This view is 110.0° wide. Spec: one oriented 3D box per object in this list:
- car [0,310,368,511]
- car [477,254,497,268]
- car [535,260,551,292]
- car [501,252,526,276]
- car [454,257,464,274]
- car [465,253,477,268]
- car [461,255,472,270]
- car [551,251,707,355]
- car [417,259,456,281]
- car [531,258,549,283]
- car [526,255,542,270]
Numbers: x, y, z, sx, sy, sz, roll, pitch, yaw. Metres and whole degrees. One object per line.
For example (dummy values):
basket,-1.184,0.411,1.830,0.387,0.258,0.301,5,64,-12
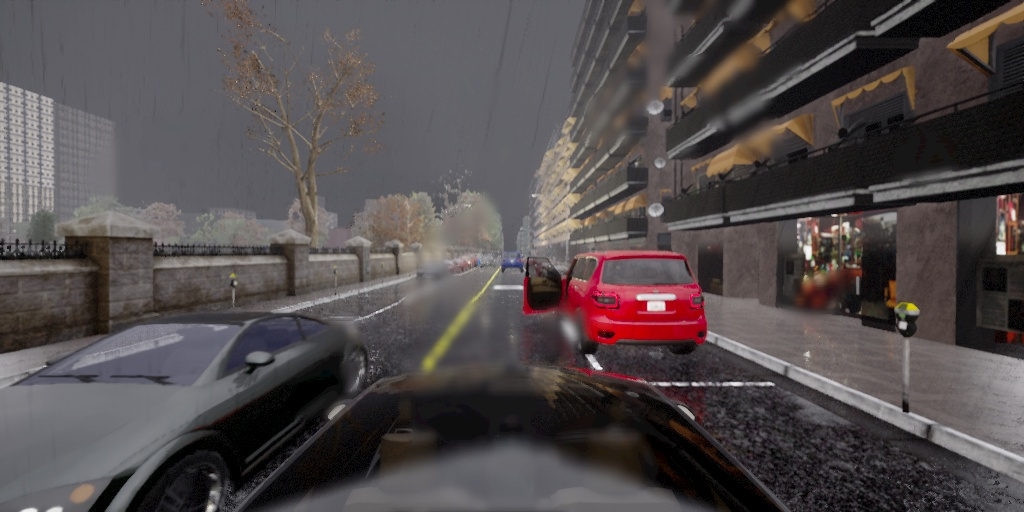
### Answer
car,-3.099,1.293,3.576,1.994,1.385,4.181,0,1,0
car,-3.037,0.776,46.257,1.837,1.490,4.892,0,1,0
car,2.676,1.089,21.052,2.007,1.370,4.403,0,0,0
car,0.039,0.586,36.884,2.150,2.045,5.566,0,0,1
car,-5.715,0.997,32.306,1.802,1.307,4.207,0,0,0
car,-5.723,0.740,43.561,1.967,1.591,4.097,0,0,0
car,-5.719,0.901,37.933,1.888,1.381,4.507,0,0,0
car,2.390,0.895,8.630,2.150,2.045,5.566,0,1,0
car,-5.709,1.042,26.676,1.948,1.339,4.313,0,0,0
car,2.671,1.022,26.682,1.888,1.381,4.507,0,0,0
car,2.652,0.829,49.199,1.802,1.307,4.207,0,0,0
